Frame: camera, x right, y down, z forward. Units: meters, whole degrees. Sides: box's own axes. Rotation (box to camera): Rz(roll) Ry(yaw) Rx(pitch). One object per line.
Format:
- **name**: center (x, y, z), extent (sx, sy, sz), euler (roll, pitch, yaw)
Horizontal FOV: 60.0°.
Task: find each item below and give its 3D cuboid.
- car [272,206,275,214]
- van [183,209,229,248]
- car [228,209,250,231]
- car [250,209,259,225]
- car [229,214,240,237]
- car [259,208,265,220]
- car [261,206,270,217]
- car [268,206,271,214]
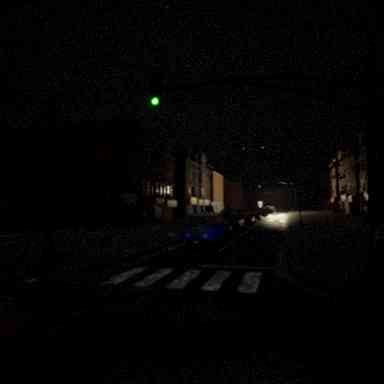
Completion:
- **car**: center (17.654, 4.418, 77.531), extent (2.008, 1.369, 4.403), euler (0, -2, 16)
- **van**: center (0.762, 2.054, 18.745), extent (1.690, 1.788, 3.998), euler (1, -2, 16)
- **car**: center (3.055, 2.294, 26.725), extent (2.192, 1.841, 5.009), euler (1, -2, 16)
- **car**: center (5.972, 2.872, 36.881), extent (1.887, 1.381, 4.507), euler (0, -2, 16)
- **car**: center (1.675, 2.369, 21.929), extent (2.008, 1.369, 4.403), euler (1, -2, 16)
- **car**: center (8.891, 3.273, 47.044), extent (1.802, 1.307, 4.206), euler (0, -2, 16)
- **car**: center (11.812, 3.614, 57.208), extent (1.887, 1.381, 4.507), euler (0, -2, 16)
- **car**: center (13.274, 3.704, 62.292), extent (1.967, 1.590, 4.097), euler (0, -2, 16)
